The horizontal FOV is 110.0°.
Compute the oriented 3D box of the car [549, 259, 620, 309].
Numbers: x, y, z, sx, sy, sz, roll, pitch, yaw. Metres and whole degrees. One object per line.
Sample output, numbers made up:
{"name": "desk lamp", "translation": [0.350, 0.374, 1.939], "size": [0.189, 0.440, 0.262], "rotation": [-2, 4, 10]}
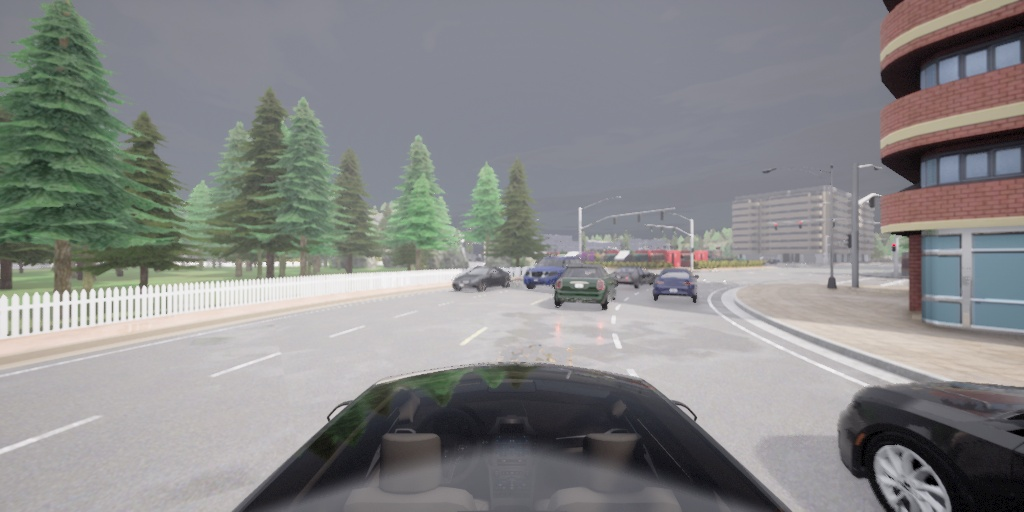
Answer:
{"name": "car", "translation": [3.307, 1.162, 15.550], "size": [2.097, 1.767, 4.553], "rotation": [0, 0, 21]}

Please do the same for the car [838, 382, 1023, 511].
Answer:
{"name": "car", "translation": [3.702, 1.251, 1.069], "size": [1.837, 1.490, 4.892], "rotation": [0, -1, 1]}

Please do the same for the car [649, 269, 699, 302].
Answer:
{"name": "car", "translation": [8.065, 1.347, 17.597], "size": [1.812, 1.442, 4.674], "rotation": [0, 0, 27]}

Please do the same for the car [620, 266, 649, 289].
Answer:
{"name": "car", "translation": [8.151, 1.397, 24.287], "size": [2.033, 1.411, 5.357], "rotation": [0, 0, 38]}

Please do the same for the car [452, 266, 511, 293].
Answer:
{"name": "car", "translation": [-1.714, 1.359, 21.894], "size": [1.812, 1.442, 4.674], "rotation": [0, 0, 28]}

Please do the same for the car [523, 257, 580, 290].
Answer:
{"name": "car", "translation": [2.846, 1.064, 22.994], "size": [2.150, 2.045, 5.566], "rotation": [0, -1, 32]}
